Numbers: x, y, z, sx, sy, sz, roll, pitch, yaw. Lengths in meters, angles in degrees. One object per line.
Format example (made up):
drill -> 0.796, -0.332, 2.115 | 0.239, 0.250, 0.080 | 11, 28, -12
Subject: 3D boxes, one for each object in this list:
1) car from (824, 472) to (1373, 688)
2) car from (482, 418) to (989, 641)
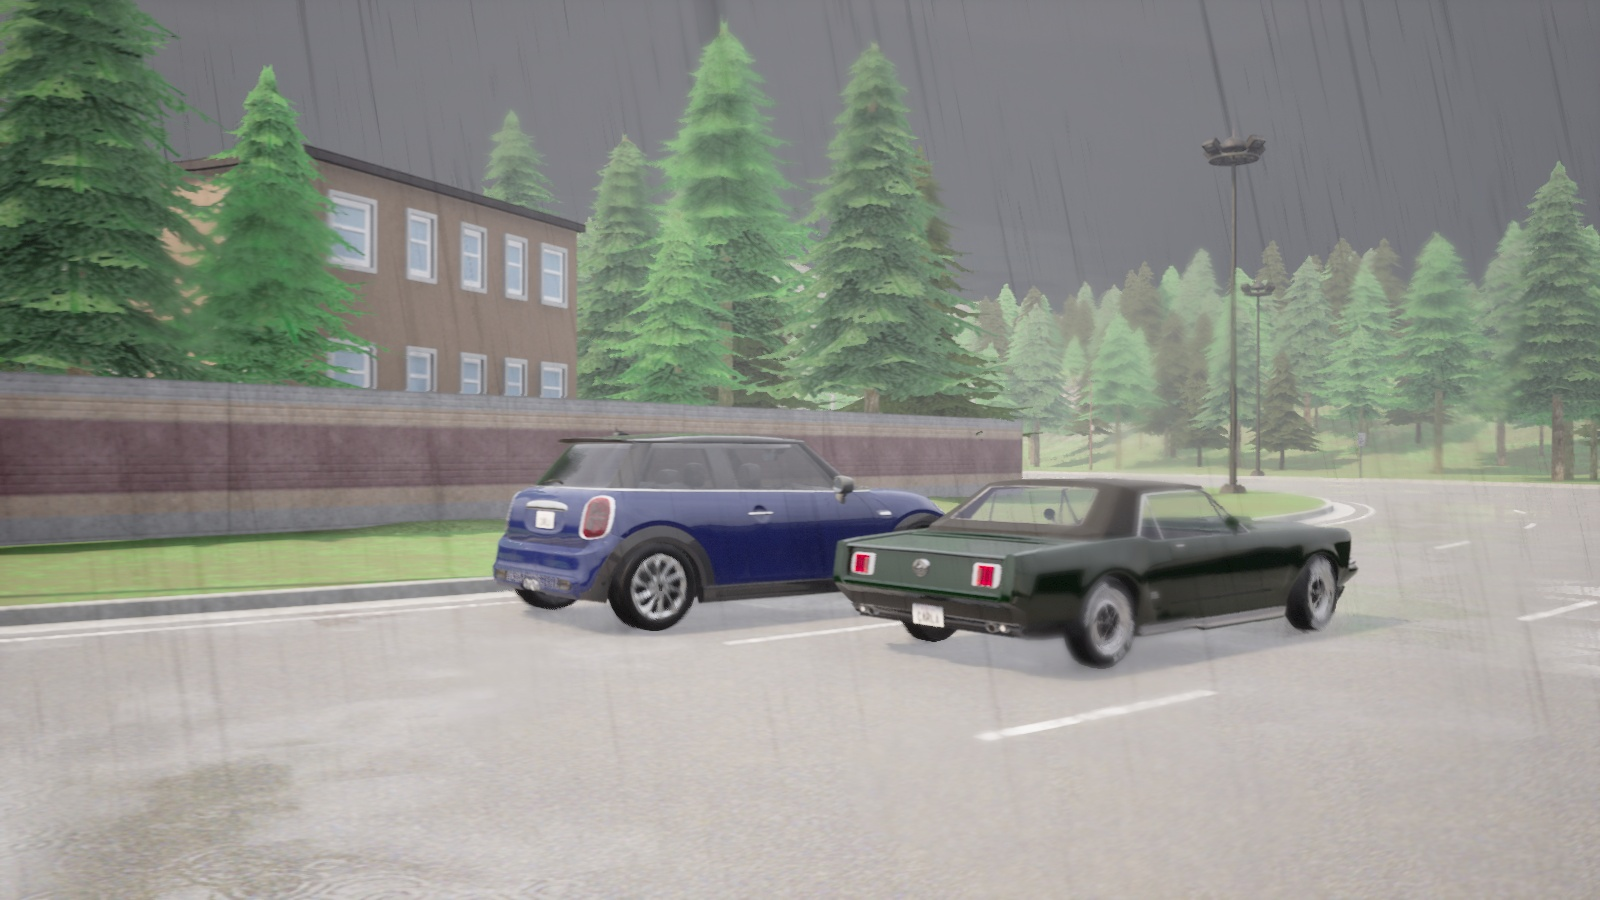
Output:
car -> 2.600, 0.866, 10.215 | 4.718, 1.301, 1.895 | 0, 0, -40
car -> -0.503, 0.636, 12.203 | 4.553, 1.767, 2.097 | 0, 0, -39
